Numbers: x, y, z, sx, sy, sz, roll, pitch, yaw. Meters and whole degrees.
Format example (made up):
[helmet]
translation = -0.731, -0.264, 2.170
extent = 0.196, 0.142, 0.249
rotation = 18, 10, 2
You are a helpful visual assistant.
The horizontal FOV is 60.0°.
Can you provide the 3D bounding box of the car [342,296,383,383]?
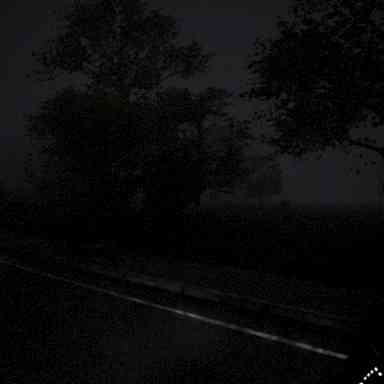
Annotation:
[car]
translation = 3.675, 1.227, 1.410
extent = 5.566, 2.045, 2.150
rotation = 0, 0, 35
